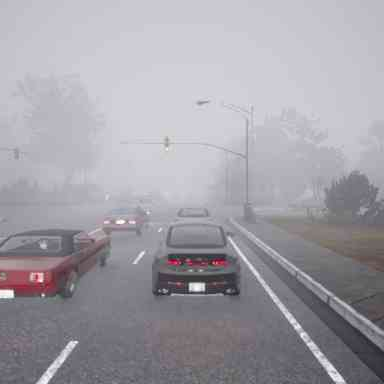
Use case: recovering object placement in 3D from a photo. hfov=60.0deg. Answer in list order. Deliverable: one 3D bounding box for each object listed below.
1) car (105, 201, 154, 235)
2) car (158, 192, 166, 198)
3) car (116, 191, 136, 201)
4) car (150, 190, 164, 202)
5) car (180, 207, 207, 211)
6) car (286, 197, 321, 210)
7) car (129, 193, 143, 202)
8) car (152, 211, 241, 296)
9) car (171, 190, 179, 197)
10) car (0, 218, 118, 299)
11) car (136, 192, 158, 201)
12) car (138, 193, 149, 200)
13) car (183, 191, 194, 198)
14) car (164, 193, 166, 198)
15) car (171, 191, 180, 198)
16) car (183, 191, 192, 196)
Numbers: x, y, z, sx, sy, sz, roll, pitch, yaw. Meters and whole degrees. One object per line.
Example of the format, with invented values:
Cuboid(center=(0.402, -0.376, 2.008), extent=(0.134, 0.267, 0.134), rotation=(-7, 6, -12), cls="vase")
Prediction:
Cuboid(center=(-3.451, 1.440, 18.123), extent=(2.033, 1.411, 5.357), rotation=(0, 0, -1), cls="car")
Cuboid(center=(-7.590, 0.782, 83.902), extent=(1.812, 1.442, 4.674), rotation=(0, 1, -3), cls="car")
Cuboid(center=(-10.683, 0.822, 53.787), extent=(2.150, 2.045, 5.566), rotation=(0, 0, 0), cls="car")
Cuboid(center=(-7.157, 0.734, 63.443), extent=(2.150, 2.045, 5.566), rotation=(0, 1, -1), cls="car")
Cuboid(center=(0.091, 1.492, 18.294), extent=(1.895, 1.301, 4.718), rotation=(0, 0, 0), cls="car")
Cuboid(center=(13.668, 1.274, 38.319), extent=(5.357, 1.411, 2.033), rotation=(0, 0, 0), cls="car")
Cuboid(center=(-10.666, 0.988, 63.674), extent=(1.882, 1.535, 5.008), rotation=(0, 1, 0), cls="car")
Cuboid(center=(0.089, 1.473, 8.537), extent=(1.837, 1.490, 4.892), rotation=(0, 1, 0), cls="car")
Cuboid(center=(-4.898, 0.453, 94.740), extent=(2.097, 1.767, 4.553), rotation=(0, 1, -7), cls="car")
Cuboid(center=(-3.412, 1.569, 8.315), extent=(1.895, 1.301, 4.718), rotation=(0, 0, 0), cls="car")
Cuboid(center=(-7.184, 1.152, 53.268), extent=(2.033, 1.411, 5.357), rotation=(0, 0, 0), cls="car")
Cuboid(center=(-10.731, 0.992, 73.760), extent=(1.895, 1.301, 4.718), rotation=(0, 1, -1), cls="car")
Cuboid(center=(-0.659, 0.784, 85.225), extent=(1.994, 1.385, 4.181), rotation=(0, 1, -4), cls="car")
Cuboid(center=(-7.226, 0.877, 73.633), extent=(1.882, 1.535, 5.008), rotation=(0, 1, -1), cls="car")
Cuboid(center=(-4.130, 0.604, 84.671), extent=(2.097, 1.767, 4.553), rotation=(0, 1, -4), cls="car")
Cuboid(center=(-1.410, 0.466, 95.102), extent=(2.033, 1.411, 5.357), rotation=(0, 1, -7), cls="car")
